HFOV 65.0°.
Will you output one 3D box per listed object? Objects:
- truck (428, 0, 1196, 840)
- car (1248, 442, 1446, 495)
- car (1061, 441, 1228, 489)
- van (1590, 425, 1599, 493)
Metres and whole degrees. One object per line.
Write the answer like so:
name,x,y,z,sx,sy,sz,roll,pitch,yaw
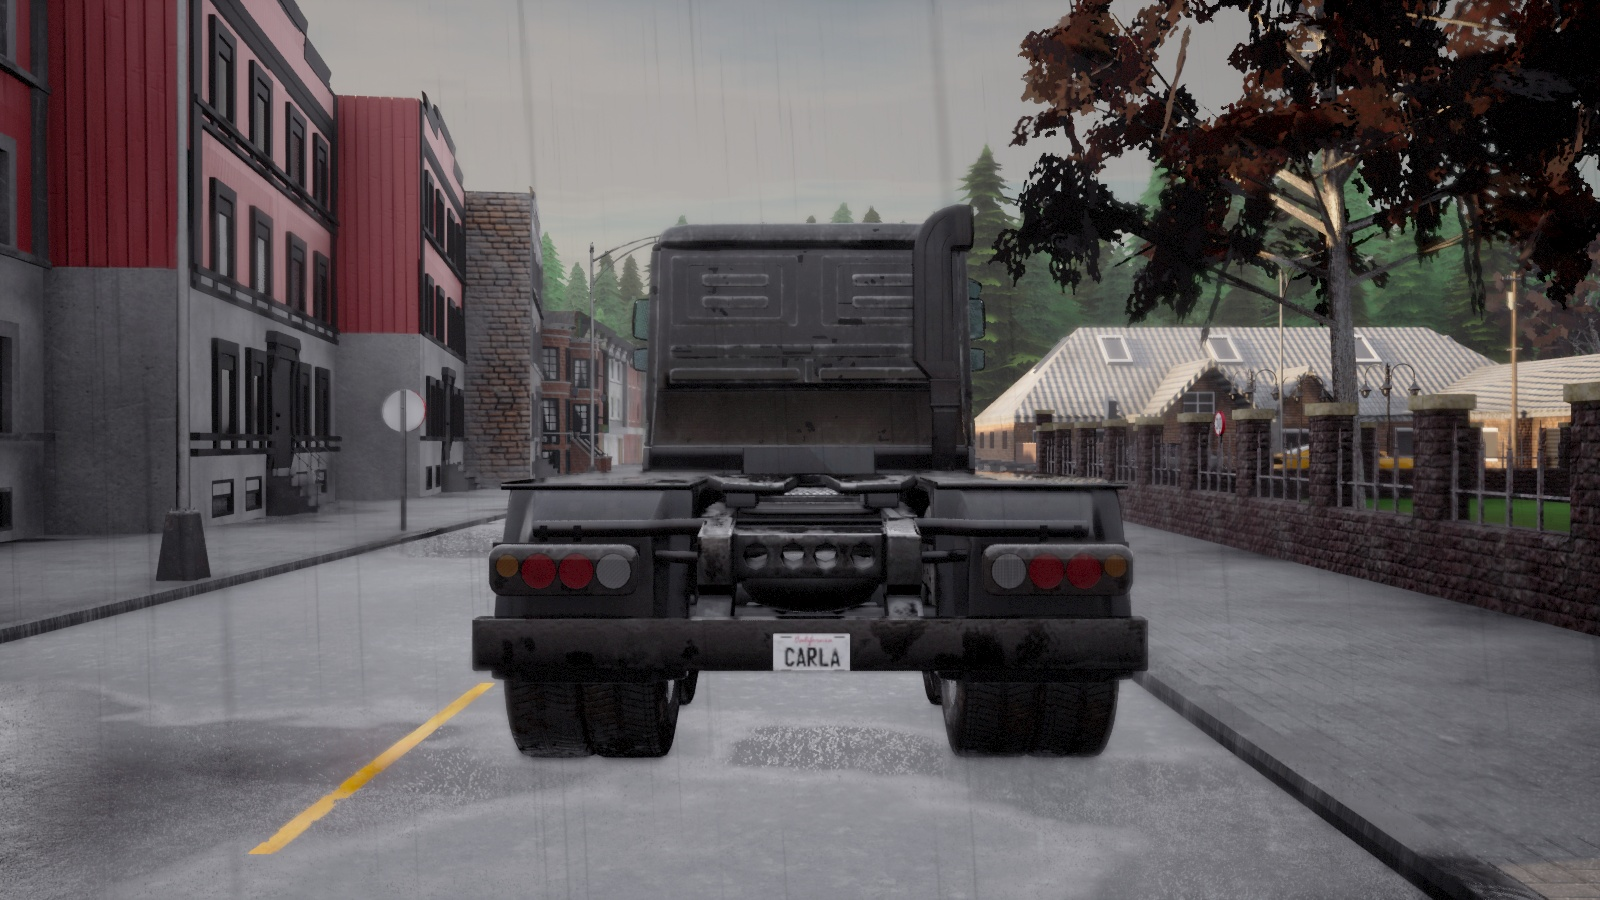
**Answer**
truck,0.065,-0.284,8.702,2.891,3.462,7.936,0,0,0
car,16.047,0.528,36.972,5.008,1.535,1.882,0,0,-1
car,11.206,0.480,41.094,4.902,1.511,2.128,0,0,0
van,26.112,0.282,36.942,4.480,2.038,2.069,0,0,-1
